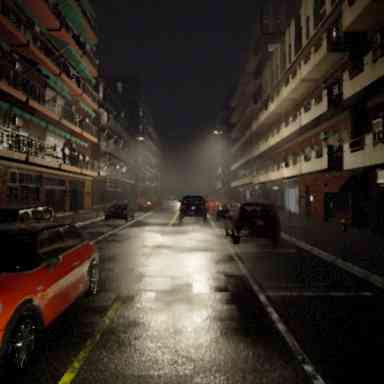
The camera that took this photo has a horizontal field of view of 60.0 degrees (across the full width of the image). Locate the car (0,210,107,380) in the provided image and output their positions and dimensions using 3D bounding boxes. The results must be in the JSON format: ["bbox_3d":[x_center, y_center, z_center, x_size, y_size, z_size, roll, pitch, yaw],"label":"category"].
[{"bbox_3d":[-3.104,1.354,5.547,2.097,1.767,4.553,0,0,0],"label":"car"}]

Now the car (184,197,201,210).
[{"bbox_3d":[0.080,1.519,45.255,2.128,1.511,4.902,0,0,0],"label":"car"}]

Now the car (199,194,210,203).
[{"bbox_3d":[2.671,1.365,71.223,2.192,1.841,5.009,1,0,0],"label":"car"}]

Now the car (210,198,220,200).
[{"bbox_3d":[2.686,1.564,32.247,1.887,1.381,4.507,1,0,0],"label":"car"}]

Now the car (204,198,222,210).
[{"bbox_3d":[2.681,1.578,43.383,2.008,1.369,4.403,1,0,0],"label":"car"}]

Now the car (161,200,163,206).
[{"bbox_3d":[-5.705,1.617,54.548,1.802,1.307,4.206,1,0,0],"label":"car"}]

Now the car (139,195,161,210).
[{"bbox_3d":[-5.696,1.341,43.412,2.192,1.841,5.009,1,0,0],"label":"car"}]

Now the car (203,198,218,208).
[{"bbox_3d":[2.678,1.597,48.951,1.947,1.339,4.313,1,0,0],"label":"car"}]

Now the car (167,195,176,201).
[{"bbox_3d":[-5.720,1.616,87.956,2.008,1.369,4.403,1,0,0],"label":"car"}]

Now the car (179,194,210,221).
[{"bbox_3d":[0.094,1.240,27.105,2.150,2.045,5.566,0,0,0],"label":"car"}]

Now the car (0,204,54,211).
[{"bbox_3d":[-5.681,1.320,10.005,2.192,1.841,5.009,1,0,0],"label":"car"}]

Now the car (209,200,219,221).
[{"bbox_3d":[2.689,1.566,26.679,2.008,1.369,4.403,1,0,0],"label":"car"}]

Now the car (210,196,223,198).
[{"bbox_3d":[2.686,1.338,37.814,2.192,1.841,5.009,1,0,0],"label":"car"}]

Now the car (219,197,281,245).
[{"bbox_3d":[2.697,1.324,15.544,2.192,1.841,5.009,1,0,0],"label":"car"}]

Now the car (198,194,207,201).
[{"bbox_3d":[2.664,1.381,87.926,2.192,1.841,5.009,1,0,0],"label":"car"}]

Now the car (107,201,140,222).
[{"bbox_3d":[-5.692,1.581,26.709,1.947,1.339,4.313,1,0,0],"label":"car"}]
